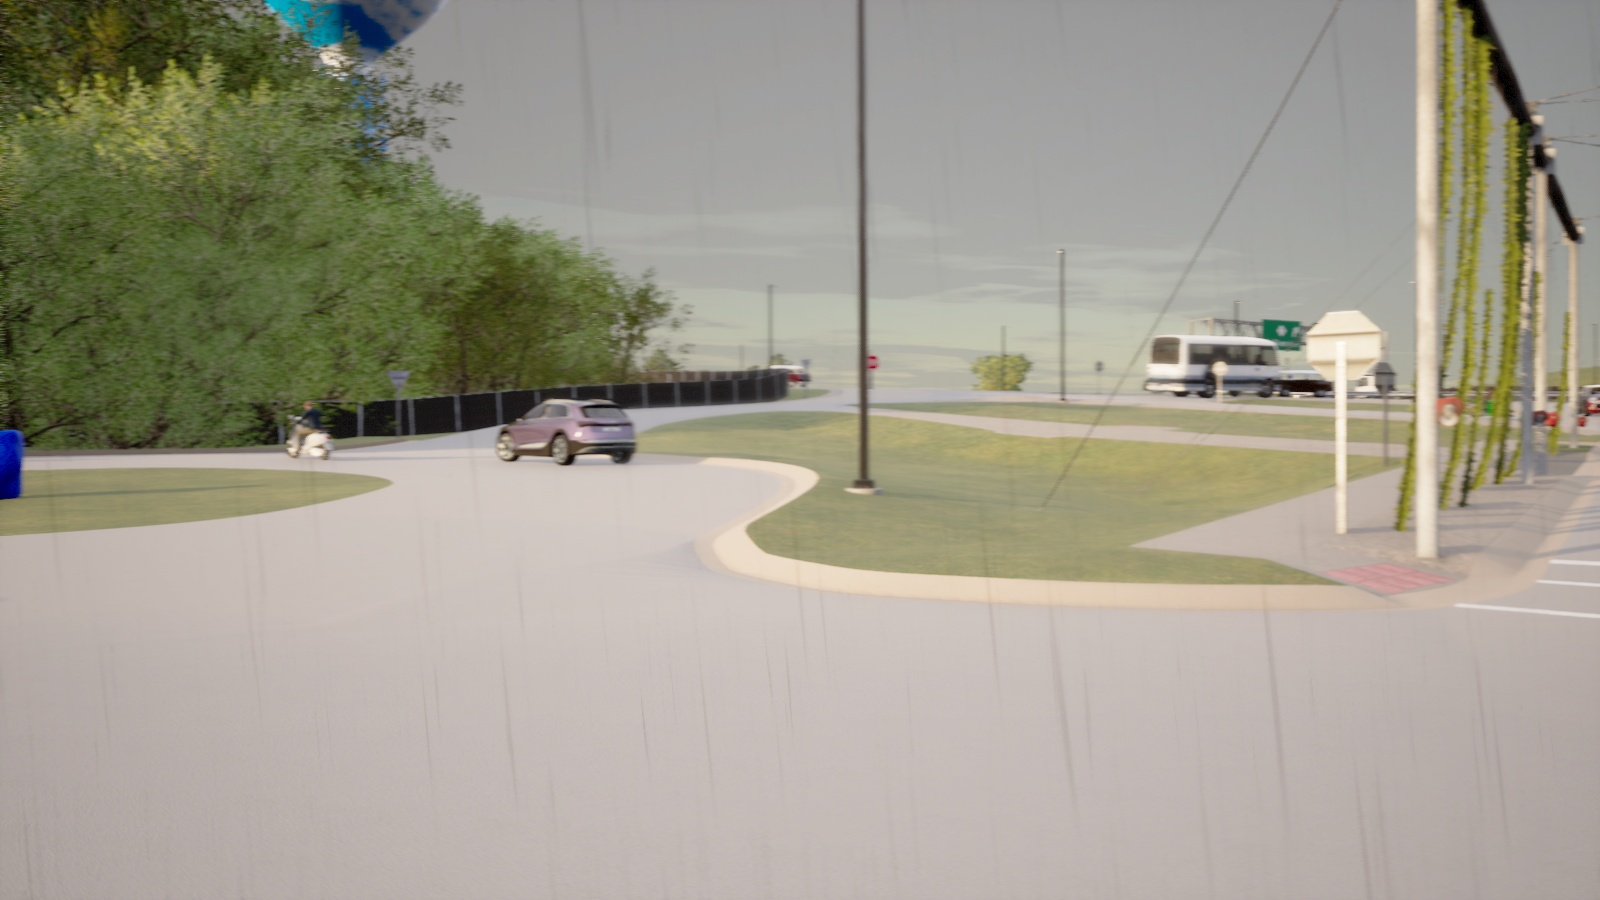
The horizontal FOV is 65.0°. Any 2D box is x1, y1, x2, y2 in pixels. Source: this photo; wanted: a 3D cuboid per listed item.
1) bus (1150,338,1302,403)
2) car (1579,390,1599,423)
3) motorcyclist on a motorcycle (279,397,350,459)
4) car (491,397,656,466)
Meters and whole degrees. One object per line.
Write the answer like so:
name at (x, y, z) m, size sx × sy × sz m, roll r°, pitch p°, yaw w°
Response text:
bus at (29.628, -5.504, 87.171) m, size 10.273 × 4.253 × 3.944 m, roll -1°, pitch 5°, yaw -29°
car at (39.393, -2.143, 61.074) m, size 1.970 × 1.475 × 3.806 m, roll 0°, pitch 4°, yaw 23°
motorcyclist on a motorcycle at (-13.062, -0.610, 33.765) m, size 1.817 × 1.590 × 0.866 m, roll 2°, pitch 4°, yaw 34°
car at (-5.890, -0.518, 32.187) m, size 2.033 × 1.649 × 4.856 m, roll -1°, pitch 2°, yaw -40°
